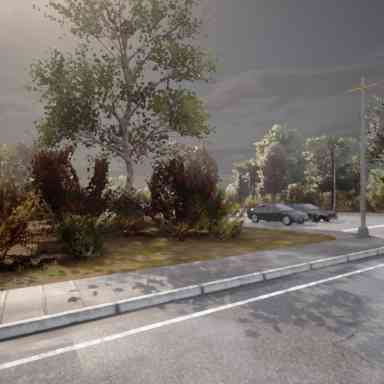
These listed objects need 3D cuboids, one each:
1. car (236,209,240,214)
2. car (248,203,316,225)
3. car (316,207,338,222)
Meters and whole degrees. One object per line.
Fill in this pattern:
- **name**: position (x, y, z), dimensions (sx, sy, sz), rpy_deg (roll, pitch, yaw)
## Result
- **car**: position (2.361, 1.466, 34.888), dimensions (2.150, 2.045, 5.566), rpy_deg (0, -1, -43)
- **car**: position (6.329, 1.594, 24.820), dimensions (1.837, 1.490, 4.892), rpy_deg (0, -1, -39)
- **car**: position (8.988, 1.638, 27.145), dimensions (2.033, 1.411, 5.357), rpy_deg (0, -1, -39)
